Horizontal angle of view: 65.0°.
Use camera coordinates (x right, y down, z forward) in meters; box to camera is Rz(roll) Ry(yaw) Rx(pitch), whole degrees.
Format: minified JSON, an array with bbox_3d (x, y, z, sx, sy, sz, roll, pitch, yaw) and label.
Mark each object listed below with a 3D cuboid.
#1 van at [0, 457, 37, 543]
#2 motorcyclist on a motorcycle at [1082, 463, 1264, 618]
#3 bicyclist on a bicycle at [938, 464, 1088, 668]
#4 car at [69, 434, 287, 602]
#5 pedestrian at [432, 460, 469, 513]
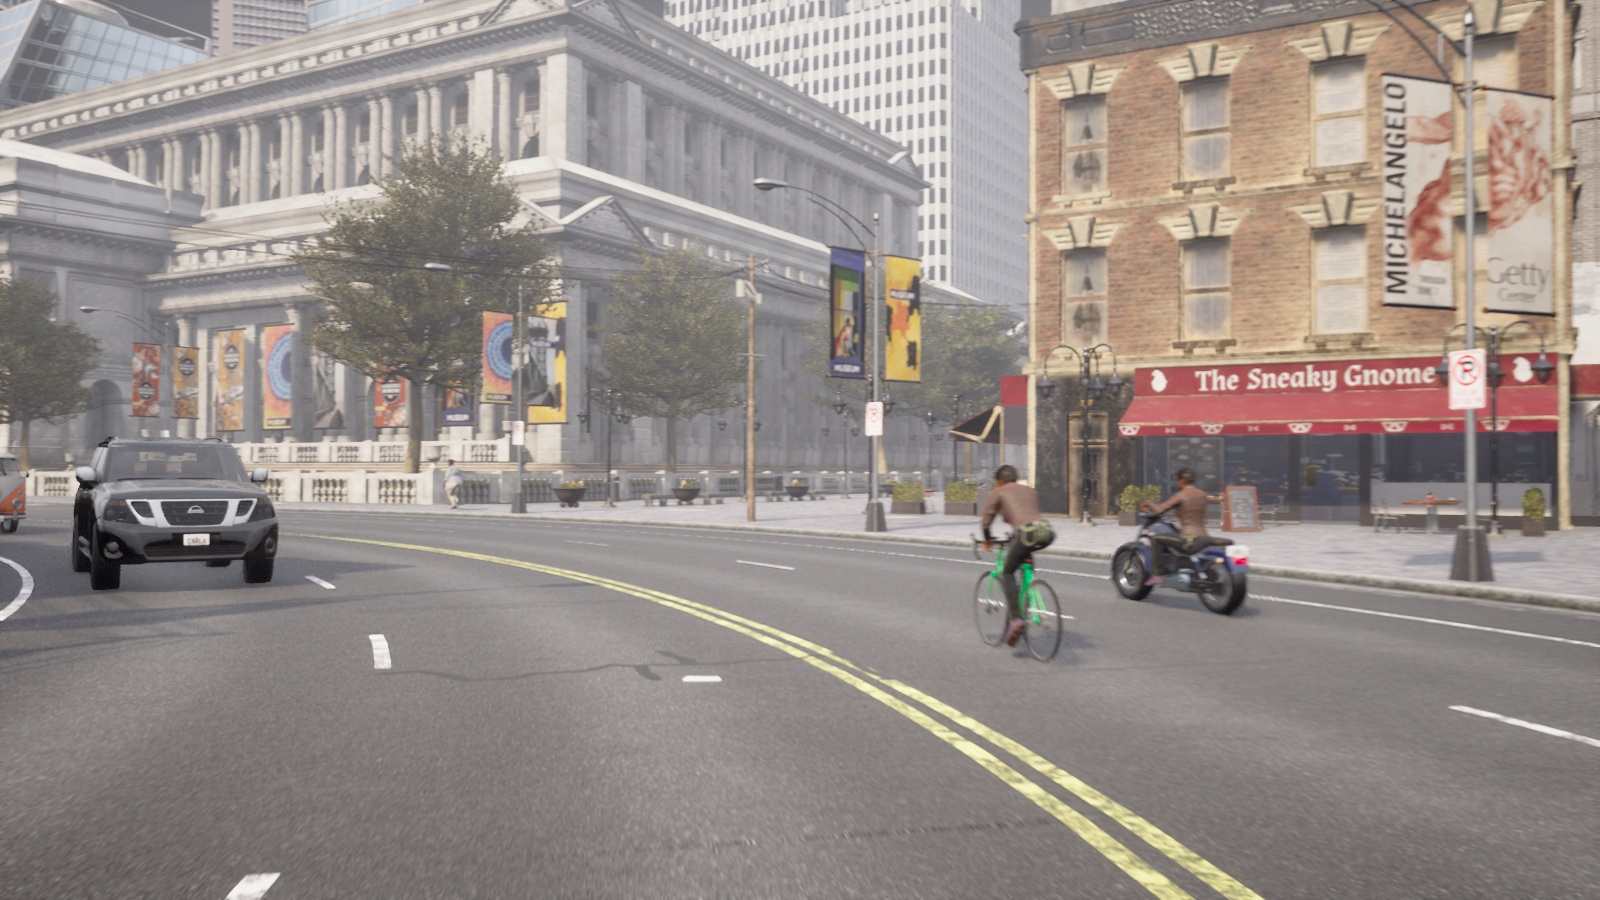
[{"bbox_3d":[-20.428,1.181,30.306,4.442,1.987,1.775,-1,-1,35],"label":"van"},{"bbox_3d":[4.271,0.988,14.624,0.766,1.649,2.350,0,-1,-20],"label":"motorcyclist on a motorcycle"},{"bbox_3d":[1.804,0.941,10.889,0.582,1.620,1.656,0,-1,-16],"label":"bicyclist on a bicycle"},{"bbox_3d":[-9.170,0.886,18.212,2.150,2.045,5.566,0,-1,-34],"label":"car"},{"bbox_3d":[-12.258,1.273,44.045,0.900,1.855,0.874,-1,-1,33],"label":"pedestrian"}]
